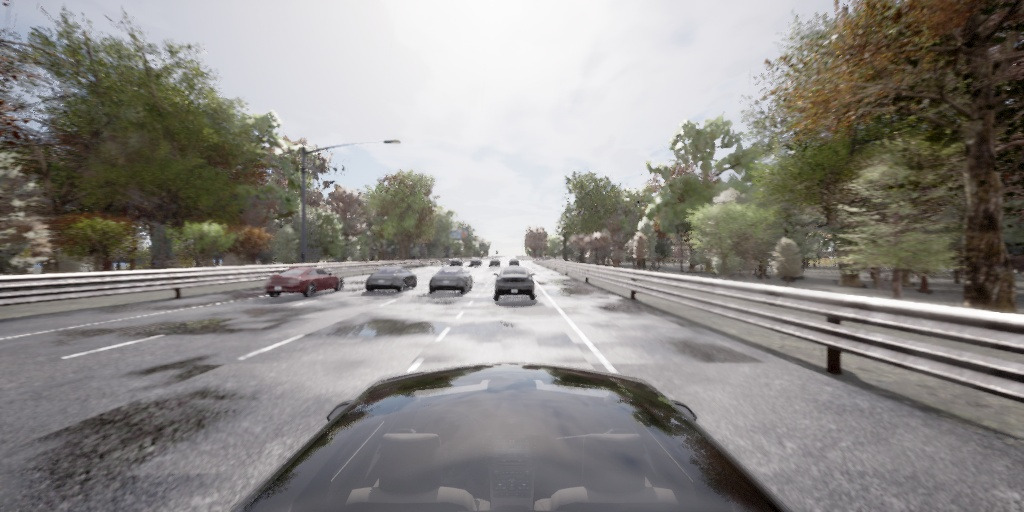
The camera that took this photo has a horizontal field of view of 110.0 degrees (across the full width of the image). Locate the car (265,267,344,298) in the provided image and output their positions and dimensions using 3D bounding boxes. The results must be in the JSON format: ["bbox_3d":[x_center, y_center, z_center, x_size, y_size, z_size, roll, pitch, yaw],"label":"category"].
[{"bbox_3d":[-10.381,1.263,18.230,1.812,1.442,4.674,0,0,0],"label":"car"}]

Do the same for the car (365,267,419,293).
[{"bbox_3d":[-6.873,1.301,20.892,1.994,1.385,4.181,0,0,0],"label":"car"}]

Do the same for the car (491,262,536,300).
[{"bbox_3d":[0.118,1.246,17.769,1.837,1.490,4.892,0,0,0],"label":"car"}]

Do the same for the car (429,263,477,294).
[{"bbox_3d":[-3.376,1.302,20.398,1.994,1.385,4.181,0,0,0],"label":"car"}]
